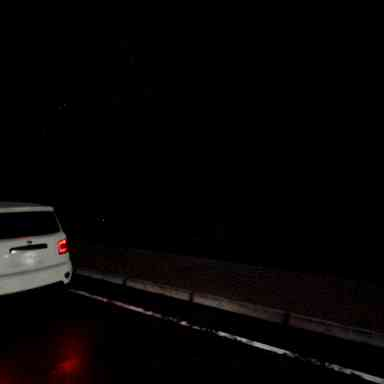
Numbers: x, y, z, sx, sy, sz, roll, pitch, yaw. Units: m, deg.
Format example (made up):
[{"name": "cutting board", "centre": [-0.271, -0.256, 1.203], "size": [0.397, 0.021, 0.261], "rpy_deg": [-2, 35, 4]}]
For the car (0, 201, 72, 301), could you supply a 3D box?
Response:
[{"name": "car", "centre": [-4.994, 1.217, 7.373], "size": [5.566, 2.045, 2.150], "rpy_deg": [0, 0, 36]}]
